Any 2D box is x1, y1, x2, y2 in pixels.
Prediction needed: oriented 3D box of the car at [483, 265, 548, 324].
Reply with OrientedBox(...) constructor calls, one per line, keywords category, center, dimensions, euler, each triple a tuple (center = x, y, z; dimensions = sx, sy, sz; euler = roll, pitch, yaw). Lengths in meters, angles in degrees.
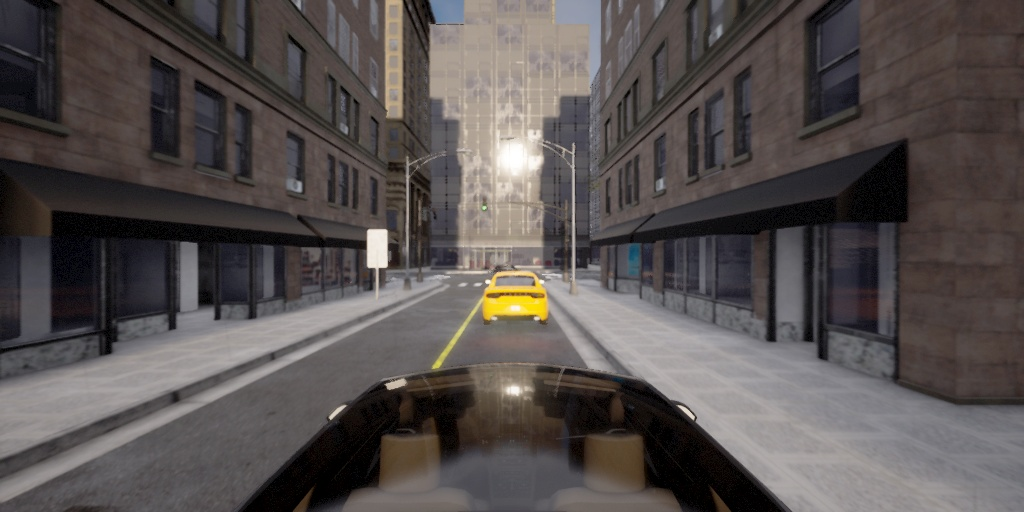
OrientedBox(category="car", center=(0.099, 1.245, 12.072), dimensions=(1.882, 1.535, 5.008), euler=(0, 0, 0))
